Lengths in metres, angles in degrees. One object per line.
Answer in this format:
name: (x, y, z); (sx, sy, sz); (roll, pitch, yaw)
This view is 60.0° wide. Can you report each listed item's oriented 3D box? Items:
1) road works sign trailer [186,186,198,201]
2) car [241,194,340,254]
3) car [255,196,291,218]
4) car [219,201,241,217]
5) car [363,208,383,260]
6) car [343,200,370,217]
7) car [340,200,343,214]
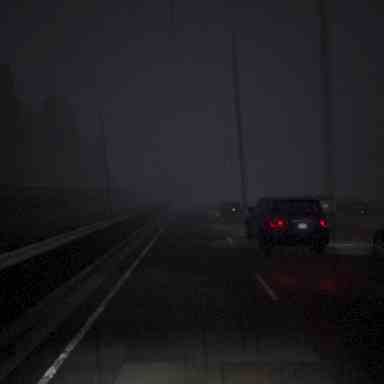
road works sign trailer: (-0.013, 0.289, 79.552); (2.380, 3.560, 2.880); (0, 0, 0)
car: (3.596, 1.192, 13.494); (2.150, 2.045, 5.566); (0, 0, 0)
car: (7.092, 1.287, 29.622); (2.097, 1.767, 4.553); (0, 0, 0)
car: (3.593, 1.497, 30.620); (1.994, 1.385, 4.181); (0, 0, 0)
car: (7.088, 1.457, 9.286); (1.882, 1.535, 5.008); (0, 0, 0)
car: (14.093, 1.427, 29.919); (2.128, 1.511, 4.902); (0, 0, 0)
car: (10.594, 1.158, 28.947); (2.150, 2.045, 5.566); (0, 0, 0)
